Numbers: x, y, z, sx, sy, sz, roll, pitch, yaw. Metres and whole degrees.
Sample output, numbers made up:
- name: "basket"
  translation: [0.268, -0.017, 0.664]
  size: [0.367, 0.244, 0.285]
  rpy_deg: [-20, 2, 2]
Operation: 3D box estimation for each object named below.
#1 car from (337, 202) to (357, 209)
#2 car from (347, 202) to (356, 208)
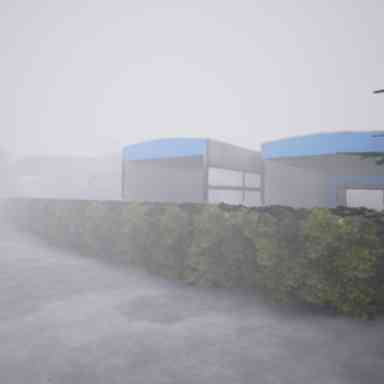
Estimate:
- name: "car"
  translation: [36.040, 3.157, 77.199]
  size: [5.027, 1.636, 2.152]
  rpy_deg: [2, -1, -36]
- name: "car"
  translation: [26.849, 2.822, 59.042]
  size: [4.514, 1.523, 2.007]
  rpy_deg: [2, -1, -36]
